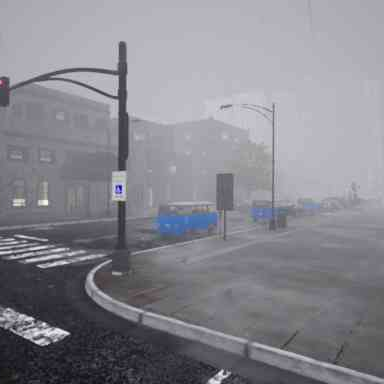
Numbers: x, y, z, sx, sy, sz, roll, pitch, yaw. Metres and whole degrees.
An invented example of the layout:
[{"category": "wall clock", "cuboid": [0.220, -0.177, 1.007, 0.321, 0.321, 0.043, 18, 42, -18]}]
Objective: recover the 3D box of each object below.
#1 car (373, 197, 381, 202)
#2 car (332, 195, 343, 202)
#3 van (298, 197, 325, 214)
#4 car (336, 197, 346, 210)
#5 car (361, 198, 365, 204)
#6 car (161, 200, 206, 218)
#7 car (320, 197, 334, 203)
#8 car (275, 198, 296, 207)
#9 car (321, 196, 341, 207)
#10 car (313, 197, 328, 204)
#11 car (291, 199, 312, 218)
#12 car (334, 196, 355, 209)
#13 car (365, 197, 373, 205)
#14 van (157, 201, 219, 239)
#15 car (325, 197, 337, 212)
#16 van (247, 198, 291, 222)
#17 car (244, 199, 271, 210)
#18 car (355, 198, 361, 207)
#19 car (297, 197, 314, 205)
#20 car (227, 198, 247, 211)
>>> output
[{"category": "car", "cuboid": [44.350, 1.898, 80.901, 1.947, 1.339, 4.313, 0, 0, 35]}, {"category": "car", "cuboid": [37.505, 1.709, 85.736, 1.967, 1.590, 4.097, 0, 0, 35]}, {"category": "van", "cuboid": [12.590, 1.467, 35.732, 1.690, 1.788, 3.998, 0, 0, 35]}, {"category": "car", "cuboid": [18.940, 1.727, 44.766, 1.947, 1.339, 4.313, 0, 0, 35]}, {"category": "car", "cuboid": [28.567, 1.746, 58.456, 1.752, 1.417, 4.829, 0, 0, 35]}, {"category": "car", "cuboid": [-0.706, 1.555, 31.394, 1.752, 1.417, 4.829, 0, 0, 35]}, {"category": "car", "cuboid": [31.152, 1.789, 76.702, 1.947, 1.339, 4.313, 0, 0, 35]}, {"category": "car", "cuboid": [15.272, 1.662, 54.118, 1.887, 1.381, 4.507, 0, 0, 35]}, {"category": "car", "cuboid": [22.967, 1.531, 54.986, 2.097, 1.767, 4.553, 1, 0, 35]}, {"category": "car", "cuboid": [27.878, 1.725, 72.046, 1.752, 1.417, 4.829, 0, 0, 35]}, {"category": "car", "cuboid": [9.412, 1.654, 31.215, 1.887, 1.381, 4.507, 0, 0, 35]}, {"category": "car", "cuboid": [22.118, 1.495, 49.284, 2.192, 1.841, 5.009, 0, 0, 35]}, {"category": "car", "cuboid": [34.821, 1.808, 67.351, 1.887, 1.381, 4.507, 0, 0, 35]}, {"category": "van", "cuboid": [-0.115, 1.405, 17.665, 1.690, 1.788, 3.998, 0, 0, 35]}, {"category": "car", "cuboid": [15.863, 1.669, 40.389, 1.752, 1.417, 4.829, 0, 0, 35]}, {"category": "van", "cuboid": [6.237, 1.434, 26.699, 1.690, 1.788, 3.998, 0, 0, 35]}, {"category": "car", "cuboid": [8.920, 1.625, 45.085, 1.887, 1.381, 4.507, 0, 0, 35]}, {"category": "car", "cuboid": [25.295, 1.515, 53.801, 2.192, 1.841, 5.009, 0, 0, 35]}, {"category": "car", "cuboid": [21.624, 1.702, 63.152, 1.887, 1.381, 4.507, 0, 0, 35]}, {"category": "car", "cuboid": [5.745, 1.503, 40.568, 1.967, 1.590, 4.097, 0, 0, 35]}]
